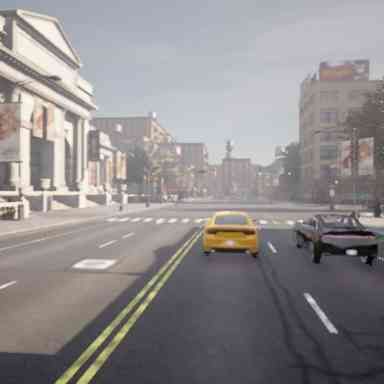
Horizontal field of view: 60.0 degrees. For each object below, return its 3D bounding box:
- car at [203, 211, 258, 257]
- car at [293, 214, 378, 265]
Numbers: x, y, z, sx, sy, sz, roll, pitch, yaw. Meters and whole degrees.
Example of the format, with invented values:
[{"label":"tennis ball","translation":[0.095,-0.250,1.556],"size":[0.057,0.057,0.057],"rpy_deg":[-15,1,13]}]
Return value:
[{"label":"car","translation":[1.559,1.508,13.267],"size":[1.882,1.535,5.008],"rpy_deg":[0,0,7]},{"label":"car","translation":[4.930,1.539,12.025],"size":[2.128,1.511,4.902],"rpy_deg":[0,0,7]}]
